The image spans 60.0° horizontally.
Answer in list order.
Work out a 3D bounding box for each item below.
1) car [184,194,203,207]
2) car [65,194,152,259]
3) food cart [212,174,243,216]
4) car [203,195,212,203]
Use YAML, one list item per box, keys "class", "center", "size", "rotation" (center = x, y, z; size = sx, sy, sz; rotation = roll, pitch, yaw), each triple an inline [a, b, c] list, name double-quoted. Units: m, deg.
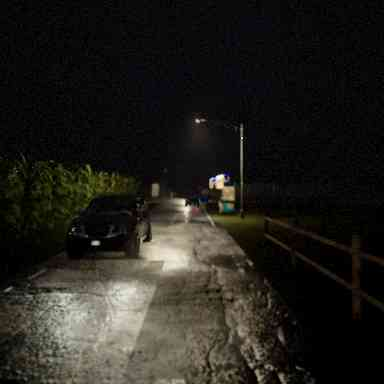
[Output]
- class: "car"
  center: [0.033, 1.167, 43.856]
  size: [2.128, 1.511, 4.902]
  rotation: [0, 0, 0]
- class: "car"
  center: [-2.847, 1.132, 12.587]
  size: [2.150, 2.045, 5.566]
  rotation: [0, 0, 0]
- class: "food cart"
  center: [3.158, 0.243, 30.703]
  size: [2.280, 3.560, 4.660]
  rotation: [1, 1, 0]
- class: "car"
  center: [1.307, 1.081, 54.712]
  size: [1.882, 1.535, 5.008]
  rotation: [0, 0, 37]
